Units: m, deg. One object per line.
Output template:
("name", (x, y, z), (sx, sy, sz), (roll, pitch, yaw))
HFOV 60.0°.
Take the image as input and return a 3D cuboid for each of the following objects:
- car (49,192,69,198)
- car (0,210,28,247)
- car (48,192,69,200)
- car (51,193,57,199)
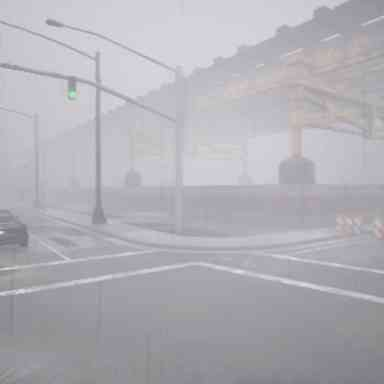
("car", (-28.343, 0.655, 70.871), (1.853, 1.218, 4.536), (0, 1, 9))
("car", (-8.101, 1.447, 13.726), (1.994, 1.385, 4.181), (-1, 1, -35))
("car", (-28.350, 0.813, 70.822), (2.038, 1.542, 4.974), (0, 1, 9))
("car", (-25.722, 0.843, 67.037), (4.974, 1.542, 2.038), (0, 1, 19))
